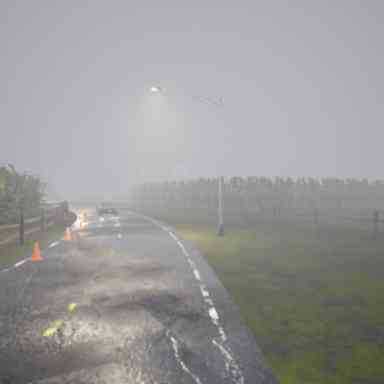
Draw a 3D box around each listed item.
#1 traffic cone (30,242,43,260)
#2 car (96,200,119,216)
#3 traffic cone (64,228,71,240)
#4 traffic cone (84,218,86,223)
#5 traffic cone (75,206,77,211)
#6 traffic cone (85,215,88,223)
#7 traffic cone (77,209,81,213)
[{"bbox_3d":[-5.361,2.017,11.453,0.340,0.580,0.340,0,0,-7],"label":"traffic cone"},{"bbox_3d":[-8.734,1.650,34.146,1.837,1.490,4.892,0,0,-21],"label":"car"},{"bbox_3d":[-6.084,2.036,16.278,0.340,0.580,0.340,0,0,-10],"label":"traffic cone"},{"bbox_3d":[-7.041,2.056,21.062,0.340,0.580,0.340,0,0,-13],"label":"traffic cone"},{"bbox_3d":[-15.245,2.162,43.974,0.340,0.580,0.340,0,0,-27],"label":"traffic cone"},{"bbox_3d":[-8.231,2.076,25.794,0.340,0.580,0.340,0,0,-16],"label":"traffic cone"},{"bbox_3d":[-13.161,2.140,39.563,0.340,0.580,0.340,0,0,-24],"label":"traffic cone"}]
